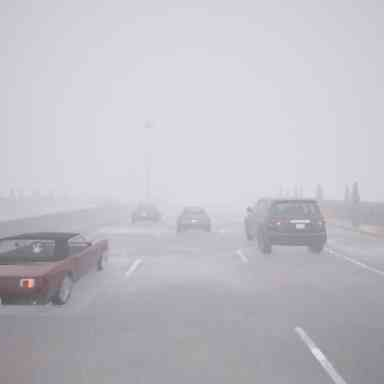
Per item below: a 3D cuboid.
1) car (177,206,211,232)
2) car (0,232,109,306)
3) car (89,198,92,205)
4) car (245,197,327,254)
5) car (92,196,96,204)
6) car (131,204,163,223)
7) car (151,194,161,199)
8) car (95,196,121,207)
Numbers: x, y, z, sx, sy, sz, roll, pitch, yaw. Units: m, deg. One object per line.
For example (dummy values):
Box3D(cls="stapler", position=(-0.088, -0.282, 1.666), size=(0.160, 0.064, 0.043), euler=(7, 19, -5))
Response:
Box3D(cls="car", position=(0.099, 1.567, 20.292), size=(1.994, 1.385, 4.181), euler=(0, 0, 0))
Box3D(cls="car", position=(-3.401, 1.602, 7.952), size=(1.895, 1.301, 4.718), euler=(0, 0, 0))
Box3D(cls="car", position=(-16.758, 1.485, 58.965), size=(1.882, 1.535, 5.008), euler=(0, 0, 2))
Box3D(cls="car", position=(3.598, 1.224, 13.730), size=(2.150, 2.045, 5.566), euler=(0, 0, 0))
Box3D(cls="car", position=(-13.498, 1.570, 51.743), size=(1.994, 1.385, 4.181), euler=(0, 0, 2))
Box3D(cls="car", position=(-3.385, 1.567, 25.591), size=(1.994, 1.385, 4.181), euler=(0, 0, 0))
Box3D(cls="car", position=(-9.017, 1.383, 83.630), size=(1.837, 1.490, 4.892), euler=(0, 0, 2))
Box3D(cls="car", position=(-10.293, 1.511, 42.142), size=(1.837, 1.490, 4.892), euler=(0, 0, 2))
